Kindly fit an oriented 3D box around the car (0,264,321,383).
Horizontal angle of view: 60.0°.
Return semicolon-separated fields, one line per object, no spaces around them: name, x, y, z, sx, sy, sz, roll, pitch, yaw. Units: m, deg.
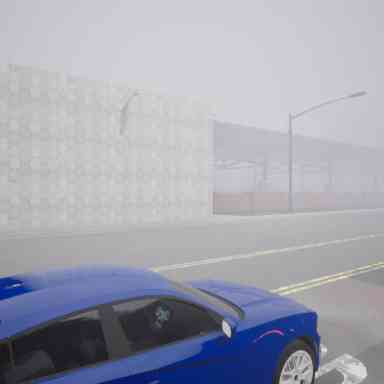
car;-0.776;1.478;3.196;5.008;1.535;1.882;0;0;-36
